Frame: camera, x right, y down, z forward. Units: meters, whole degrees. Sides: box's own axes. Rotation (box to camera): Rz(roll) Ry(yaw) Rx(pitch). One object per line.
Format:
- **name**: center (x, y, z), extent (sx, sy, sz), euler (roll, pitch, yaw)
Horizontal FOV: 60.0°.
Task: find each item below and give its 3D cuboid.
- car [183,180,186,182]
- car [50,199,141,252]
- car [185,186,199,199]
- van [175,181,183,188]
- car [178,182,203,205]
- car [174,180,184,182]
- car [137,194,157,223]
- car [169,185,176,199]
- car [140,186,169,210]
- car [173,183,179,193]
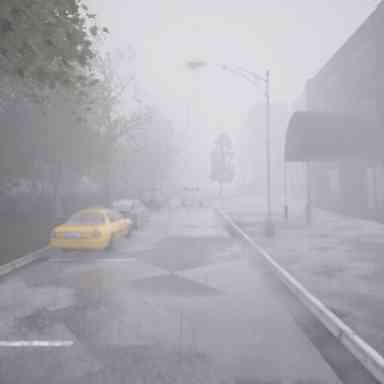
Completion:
- **car**: center (-3.659, -1.912, 85.649), extent (2.435, 2.045, 5.566), euler (0, 2, 2)
- **car**: center (-3.632, 1.291, 13.073), extent (1.946, 1.575, 5.366), euler (1, 1, 2)
- **car**: center (0.009, 0.049, 46.761), extent (1.837, 1.490, 4.892), euler (0, 3, 0)
- **van**: center (-3.656, -2.133, 91.303), extent (1.878, 1.987, 4.442), euler (0, 2, 2)
- **car**: center (-0.003, 0.260, 34.982), extent (2.150, 2.045, 5.566), euler (0, 2, 0)
- **car**: center (-3.659, -1.417, 80.060), extent (2.097, 1.535, 5.008), euler (0, 2, 2)
- **car**: center (-3.636, 1.152, 18.811), extent (2.231, 1.521, 4.892), euler (1, 2, 2)
- **car**: center (-3.657, 0.262, 41.098), extent (2.231, 1.521, 4.892), euler (0, 2, 2)
- **car**: center (-3.657, 0.603, 29.935), extent (2.185, 1.767, 4.553), euler (0, 2, 2)
- **car**: center (-3.650, -0.222, 52.421), extent (1.946, 1.575, 5.366), euler (0, 2, 2)
